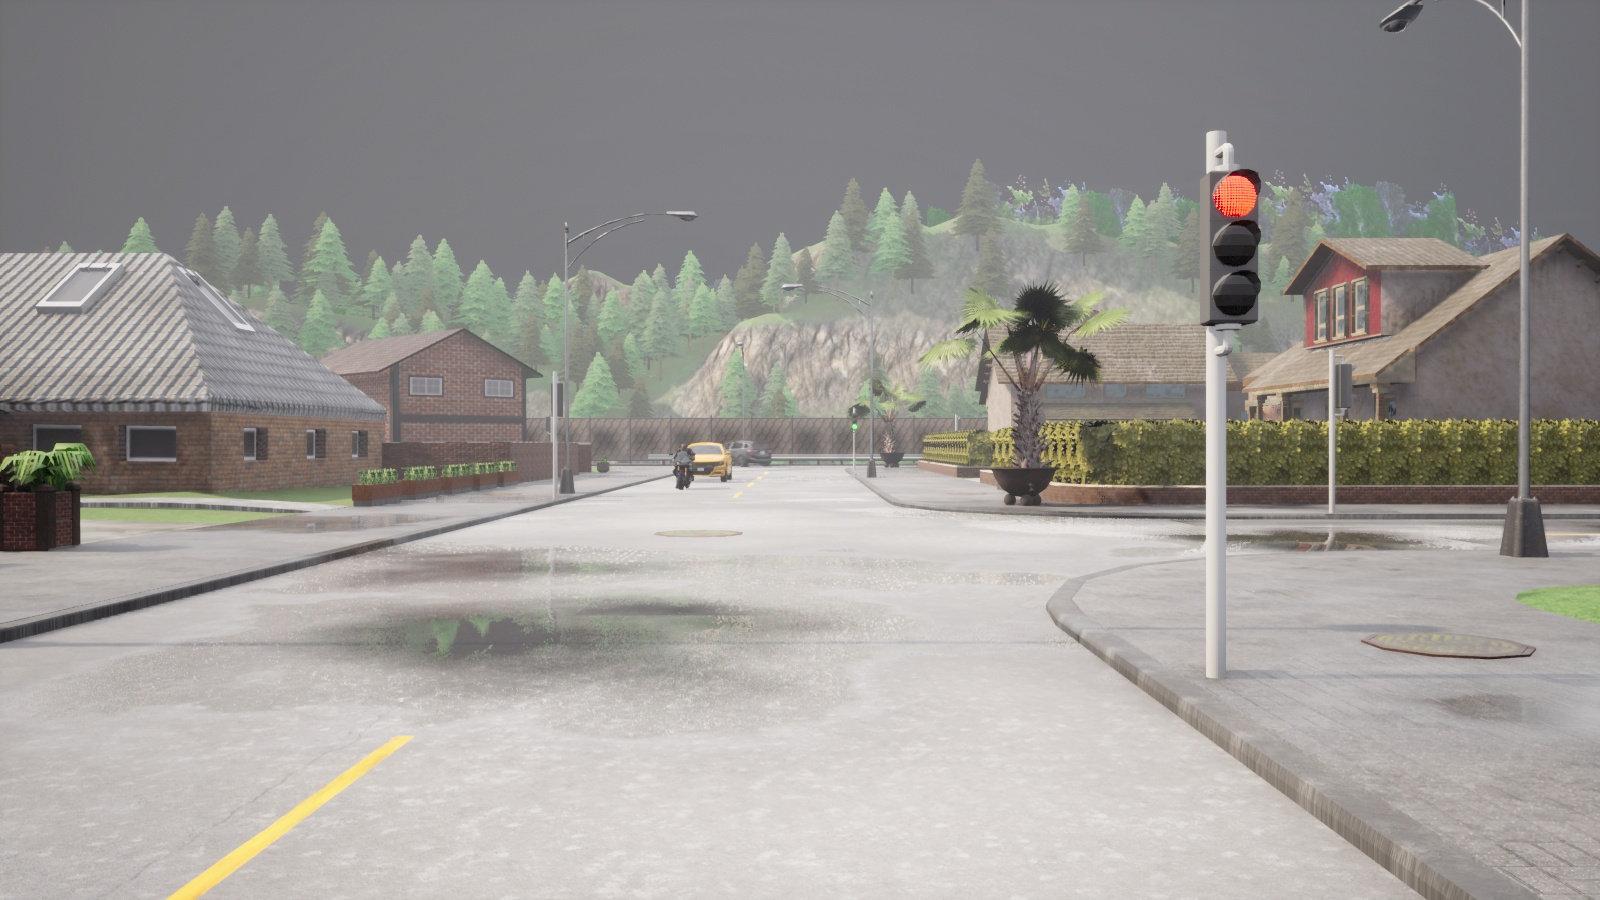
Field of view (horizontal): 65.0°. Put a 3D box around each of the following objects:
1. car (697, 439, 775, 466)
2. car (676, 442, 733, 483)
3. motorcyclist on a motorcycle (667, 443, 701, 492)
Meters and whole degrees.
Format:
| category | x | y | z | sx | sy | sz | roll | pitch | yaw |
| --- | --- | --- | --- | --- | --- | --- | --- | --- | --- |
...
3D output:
| category | x | y | z | sx | sy | sz | roll | pitch | yaw |
| --- | --- | --- | --- | --- | --- | --- | --- | --- | --- |
| car | -3.990 | 0.146 | 78.248 | 4.611 | 1.667 | 2.242 | 0 | 0 | 41 |
| car | -3.719 | 0.441 | 49.599 | 1.882 | 1.535 | 5.008 | 0 | 0 | 0 |
| motorcyclist on a motorcycle | -3.750 | 0.549 | 40.694 | 0.866 | 1.530 | 2.191 | 0 | 0 | 1 |
